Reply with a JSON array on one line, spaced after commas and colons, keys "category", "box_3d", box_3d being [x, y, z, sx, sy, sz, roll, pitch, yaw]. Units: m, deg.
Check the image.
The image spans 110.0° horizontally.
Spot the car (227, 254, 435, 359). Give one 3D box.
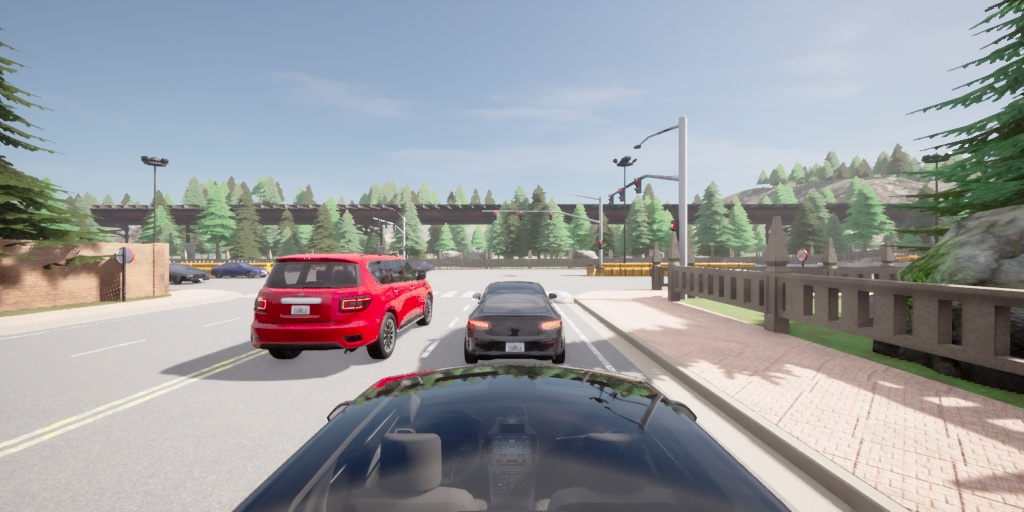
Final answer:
[{"category": "car", "box_3d": [-3.441, 0.971, 8.520, 2.150, 2.045, 5.566, 0, 0, 0]}]

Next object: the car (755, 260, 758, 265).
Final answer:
[{"category": "car", "box_3d": [30.580, 1.250, 46.568, 4.892, 1.490, 1.837, 0, 0, 0]}]

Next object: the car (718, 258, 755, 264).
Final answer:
[{"category": "car", "box_3d": [25.922, 1.101, 43.075, 4.553, 1.767, 2.097, 0, 0, 0]}]

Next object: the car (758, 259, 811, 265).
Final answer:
[{"category": "car", "box_3d": [30.483, 1.095, 39.568, 4.553, 1.767, 2.097, 0, 0, 0]}]

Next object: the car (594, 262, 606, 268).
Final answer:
[{"category": "car", "box_3d": [13.130, 1.239, 46.618, 4.902, 1.511, 2.128, 0, 0, 0]}]

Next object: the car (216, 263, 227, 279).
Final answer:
[{"category": "car", "box_3d": [-24.701, 1.275, 32.583, 4.674, 1.442, 1.812, 0, 0, 0]}]

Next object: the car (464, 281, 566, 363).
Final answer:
[{"category": "car", "box_3d": [0.061, 1.276, 7.969, 1.812, 1.442, 4.674, 0, 0, 0]}]

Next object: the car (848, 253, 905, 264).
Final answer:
[{"category": "car", "box_3d": [43.303, 0.840, 43.041, 5.008, 1.535, 1.882, -3, 0, 0]}]

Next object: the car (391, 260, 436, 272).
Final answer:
[{"category": "car", "box_3d": [-12.785, 1.297, 46.732, 5.357, 1.411, 2.033, 0, 0, 0]}]

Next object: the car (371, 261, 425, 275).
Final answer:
[{"category": "car", "box_3d": [-12.599, 1.297, 39.730, 5.357, 1.411, 2.033, 0, 0, 0]}]

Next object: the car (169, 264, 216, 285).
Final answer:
[{"category": "car", "box_3d": [-24.846, 1.297, 25.584, 5.357, 1.411, 2.033, 0, 0, 0]}]

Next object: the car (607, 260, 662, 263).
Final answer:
[{"category": "car", "box_3d": [13.403, 1.227, 39.618, 5.008, 1.535, 1.882, 0, 0, 0]}]
